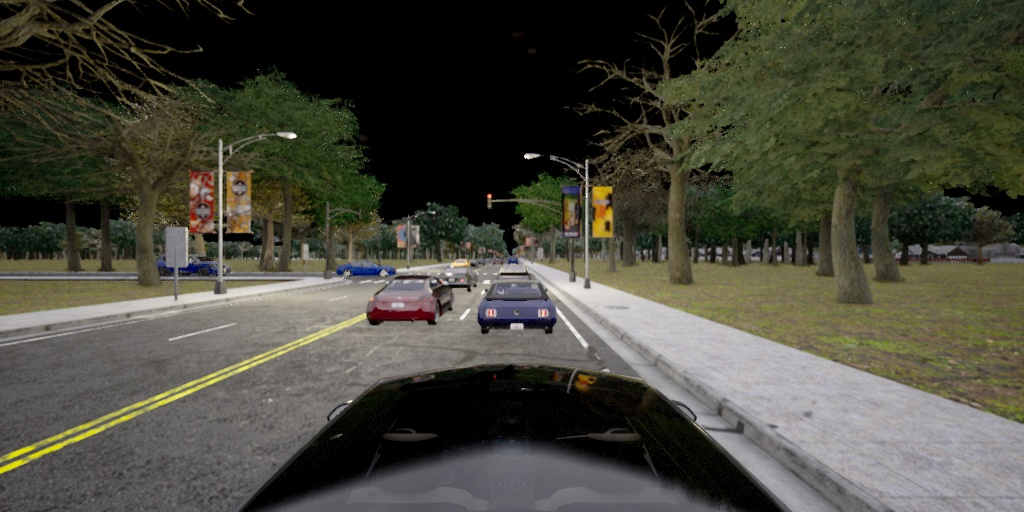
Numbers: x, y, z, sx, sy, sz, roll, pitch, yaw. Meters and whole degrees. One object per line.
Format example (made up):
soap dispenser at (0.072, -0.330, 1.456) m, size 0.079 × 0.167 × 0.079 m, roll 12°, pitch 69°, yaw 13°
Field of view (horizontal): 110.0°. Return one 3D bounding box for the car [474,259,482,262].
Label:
car at (-6.406, 1.277, 56.982) m, size 1.895 × 1.301 × 4.718 m, roll 0°, pitch 0°, yaw 0°

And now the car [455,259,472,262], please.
car at (-6.458, 1.164, 45.758) m, size 1.882 × 1.535 × 5.008 m, roll 0°, pitch 0°, yaw 0°

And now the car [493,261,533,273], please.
car at (0.135, 1.212, 19.734) m, size 2.128 × 1.511 × 4.902 m, roll 0°, pitch 0°, yaw 1°

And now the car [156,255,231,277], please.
car at (-28.308, 0.894, 31.866) m, size 5.566 × 2.045 × 2.150 m, roll 0°, pitch 0°, yaw 0°

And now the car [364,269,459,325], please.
car at (-3.113, 1.297, 11.717) m, size 1.994 × 1.385 × 4.181 m, roll 0°, pitch 0°, yaw -1°

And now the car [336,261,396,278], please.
car at (-13.052, 1.174, 32.331) m, size 5.008 × 1.535 × 1.882 m, roll 0°, pitch 0°, yaw -8°

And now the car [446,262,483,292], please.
car at (-3.090, 1.267, 20.959) m, size 2.033 × 1.411 × 5.357 m, roll 0°, pitch 0°, yaw 0°

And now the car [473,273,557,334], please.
car at (0.126, 1.336, 10.481) m, size 1.895 × 1.301 × 4.718 m, roll 0°, pitch 0°, yaw 0°
